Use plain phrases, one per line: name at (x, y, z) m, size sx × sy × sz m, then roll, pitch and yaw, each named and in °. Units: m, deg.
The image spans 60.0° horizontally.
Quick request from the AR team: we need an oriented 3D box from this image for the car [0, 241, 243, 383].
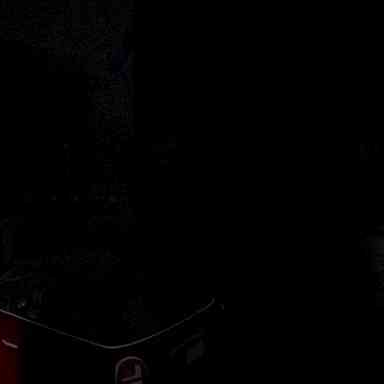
car at (-1.555, 1.440, 4.053) m, size 4.097 × 1.590 × 1.967 m, roll 0°, pitch 0°, yaw 35°
